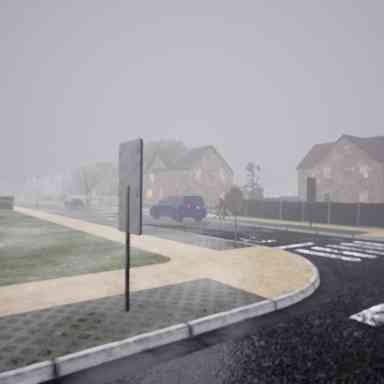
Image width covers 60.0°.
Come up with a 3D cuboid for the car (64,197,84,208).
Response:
[{"bbox_3d":[-17.196,1.547,48.290,1.837,1.490,4.892,1,0,-36],"label":"car"}]

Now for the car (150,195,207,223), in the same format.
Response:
[{"bbox_3d":[-1.158,1.229,26.120,2.150,2.045,5.566,1,0,-36],"label":"car"}]

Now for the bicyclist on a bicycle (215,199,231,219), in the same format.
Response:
[{"bbox_3d":[2.413,1.340,26.080,1.656,1.620,0.582,0,0,-36],"label":"bicyclist on a bicycle"}]
